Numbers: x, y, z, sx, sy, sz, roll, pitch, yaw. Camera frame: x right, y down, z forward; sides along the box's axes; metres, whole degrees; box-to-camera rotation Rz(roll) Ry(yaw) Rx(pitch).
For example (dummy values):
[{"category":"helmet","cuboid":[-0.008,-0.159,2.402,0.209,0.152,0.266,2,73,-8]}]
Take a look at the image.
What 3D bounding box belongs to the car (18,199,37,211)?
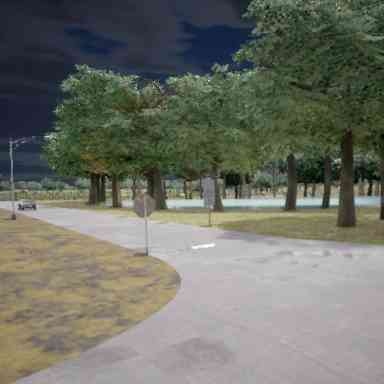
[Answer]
[{"category":"car","cuboid":[-23.213,1.778,46.755,1.837,1.490,4.892,-3,1,-35]}]
